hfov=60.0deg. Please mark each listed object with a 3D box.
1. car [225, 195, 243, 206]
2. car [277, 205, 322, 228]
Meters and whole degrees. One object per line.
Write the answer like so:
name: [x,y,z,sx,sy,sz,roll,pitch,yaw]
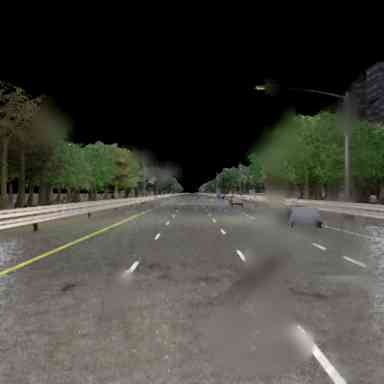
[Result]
car: [7.062,1.549,53.992,2.033,1.411,5.357,0,0,0]
car: [7.013,1.569,22.098,1.994,1.385,4.181,0,0,0]
